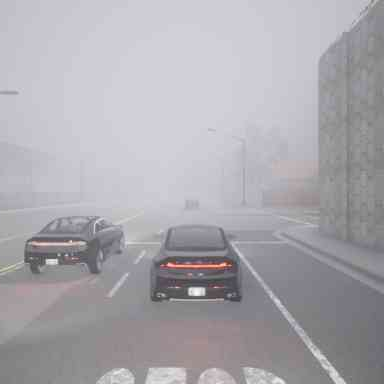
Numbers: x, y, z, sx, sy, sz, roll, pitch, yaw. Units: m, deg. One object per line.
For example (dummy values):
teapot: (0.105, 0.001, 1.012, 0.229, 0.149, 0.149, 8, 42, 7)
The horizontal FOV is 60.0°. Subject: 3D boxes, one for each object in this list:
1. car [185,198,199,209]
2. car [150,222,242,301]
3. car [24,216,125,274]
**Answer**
car: (-0.016, 1.491, 44.229, 2.128, 1.511, 4.902, 0, 0, 0)
car: (0.079, 1.505, 8.277, 1.837, 1.490, 4.892, 0, 0, 0)
car: (-3.428, 1.492, 10.546, 2.128, 1.511, 4.902, 0, 0, 0)
